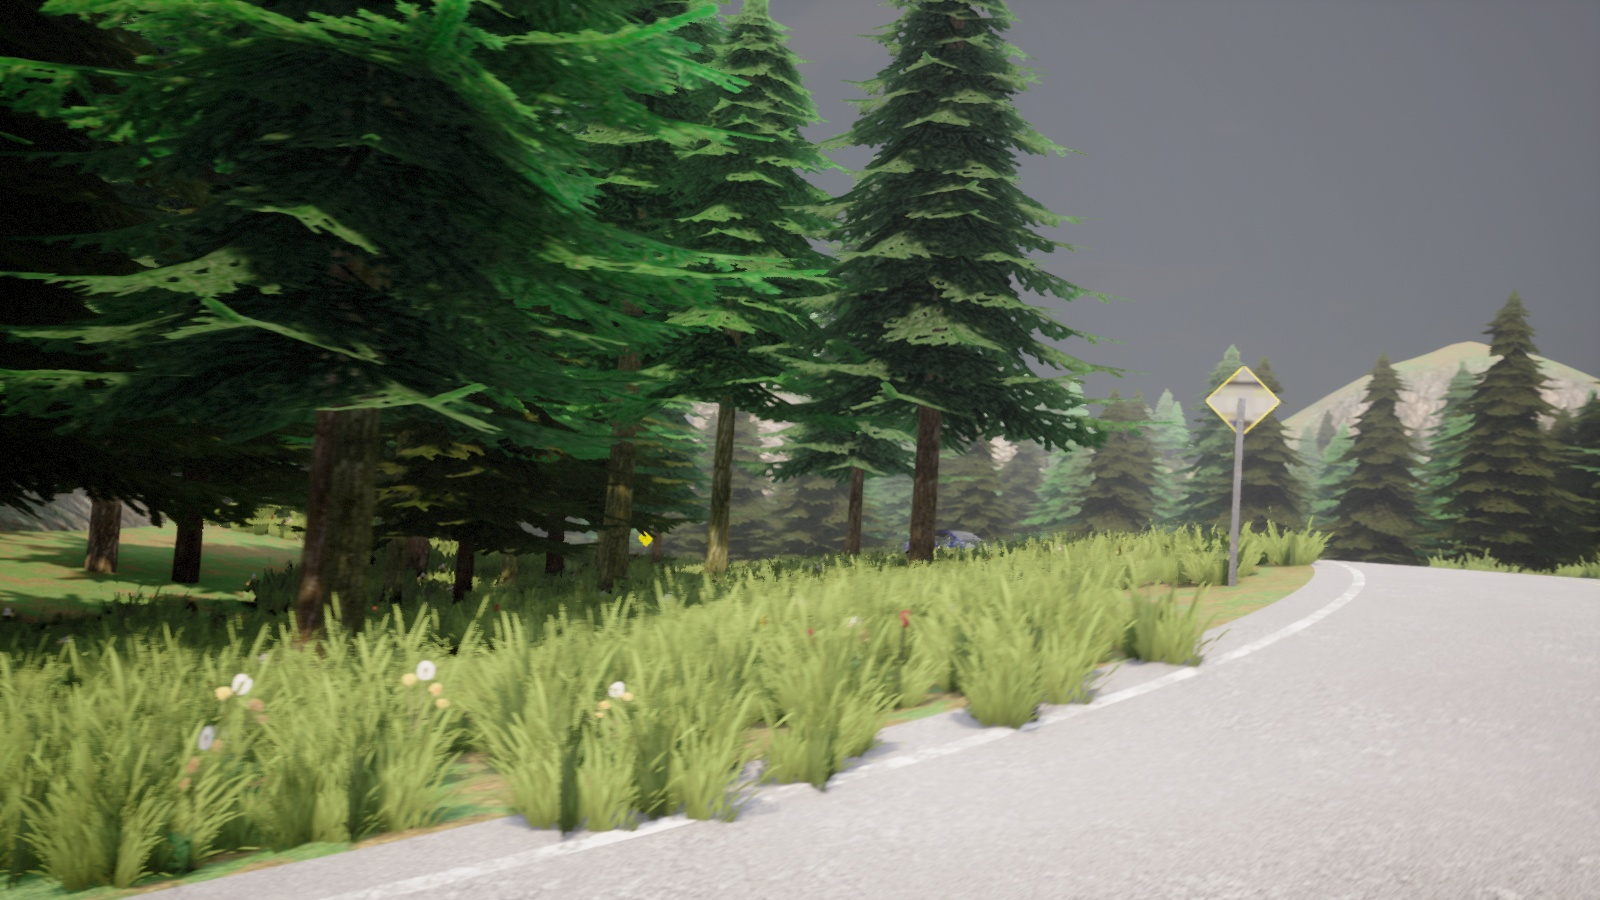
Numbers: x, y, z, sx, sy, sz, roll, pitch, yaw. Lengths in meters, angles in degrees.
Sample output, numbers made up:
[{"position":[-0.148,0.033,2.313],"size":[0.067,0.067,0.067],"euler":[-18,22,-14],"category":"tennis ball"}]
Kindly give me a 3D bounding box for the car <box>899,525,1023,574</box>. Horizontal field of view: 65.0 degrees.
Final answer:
[{"position":[5.492,3.470,43.221],"size":[1.816,1.474,4.193],"euler":[7,-9,-36],"category":"car"}]
